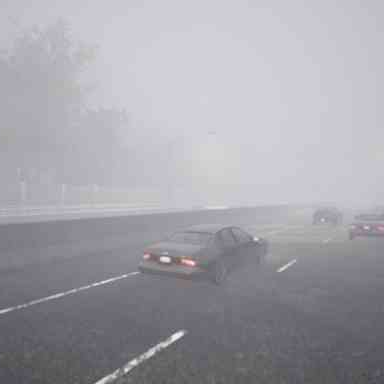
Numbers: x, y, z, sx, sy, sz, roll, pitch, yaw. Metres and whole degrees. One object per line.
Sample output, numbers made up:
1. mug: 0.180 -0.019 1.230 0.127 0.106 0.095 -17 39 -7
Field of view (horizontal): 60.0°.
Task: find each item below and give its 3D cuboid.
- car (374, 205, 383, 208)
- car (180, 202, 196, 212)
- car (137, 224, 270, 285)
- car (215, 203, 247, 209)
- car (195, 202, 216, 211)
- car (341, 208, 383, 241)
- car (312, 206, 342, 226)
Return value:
1. car: 19.460 2.044 34.083 2.033 1.411 5.357 0 -1 31
2. car: 0.339 2.052 43.444 2.128 1.511 4.902 0 -1 31
3. car: 0.671 1.679 10.028 2.033 1.411 5.357 0 -1 31
4. car: 5.076 2.049 37.775 2.033 1.411 5.357 0 -1 31
5. car: 2.655 2.055 40.521 1.812 1.442 4.674 0 -1 31
6. car: 9.797 1.812 18.263 2.033 1.411 5.357 0 -1 32
7. car: 11.132 1.887 27.164 1.837 1.490 4.892 0 -1 31
